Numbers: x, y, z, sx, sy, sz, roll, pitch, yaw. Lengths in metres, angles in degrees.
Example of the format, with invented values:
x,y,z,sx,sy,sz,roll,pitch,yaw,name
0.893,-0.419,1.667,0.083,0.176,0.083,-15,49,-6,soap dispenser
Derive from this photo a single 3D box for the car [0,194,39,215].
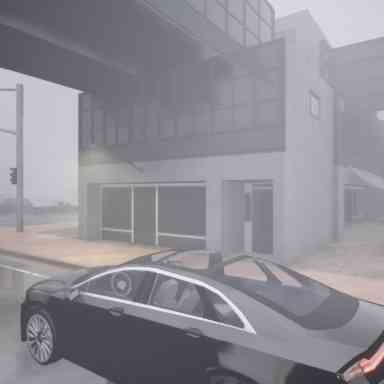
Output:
x,y,z,sx,sy,sz,roll,pitch,yaw,name
-17.936,1.352,32.453,2.097,1.767,4.553,0,0,36,car

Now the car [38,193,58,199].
x,y,z,sx,sy,sz,roll,pitch,yaw,name
-30.620,1.153,69.428,4.605,1.855,1.932,0,0,35,car

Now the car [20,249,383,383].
x,y,z,sx,sy,sz,roll,pitch,yaw,name
-0.251,1.492,4.172,4.902,1.511,2.128,0,0,35,car

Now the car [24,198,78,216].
x,y,z,sx,sy,sz,roll,pitch,yaw,name
-13.438,1.601,32.679,1.895,1.301,4.718,0,0,36,car

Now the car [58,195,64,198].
x,y,z,sx,sy,sz,roll,pitch,yaw,name
-28.893,1.364,71.754,3.905,1.438,1.784,0,0,35,car
